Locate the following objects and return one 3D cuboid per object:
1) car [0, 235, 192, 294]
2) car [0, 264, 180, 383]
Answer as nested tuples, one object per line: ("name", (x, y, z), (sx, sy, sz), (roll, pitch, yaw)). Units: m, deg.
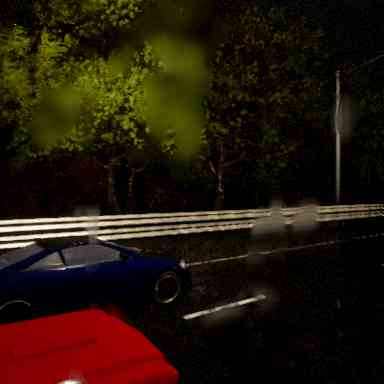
("car", (-2.068, 1.564, 6.584), (4.181, 1.385, 1.994), (0, 0, -36))
("car", (-2.353, 1.602, 2.074), (4.718, 1.301, 1.895), (0, 0, -35))
